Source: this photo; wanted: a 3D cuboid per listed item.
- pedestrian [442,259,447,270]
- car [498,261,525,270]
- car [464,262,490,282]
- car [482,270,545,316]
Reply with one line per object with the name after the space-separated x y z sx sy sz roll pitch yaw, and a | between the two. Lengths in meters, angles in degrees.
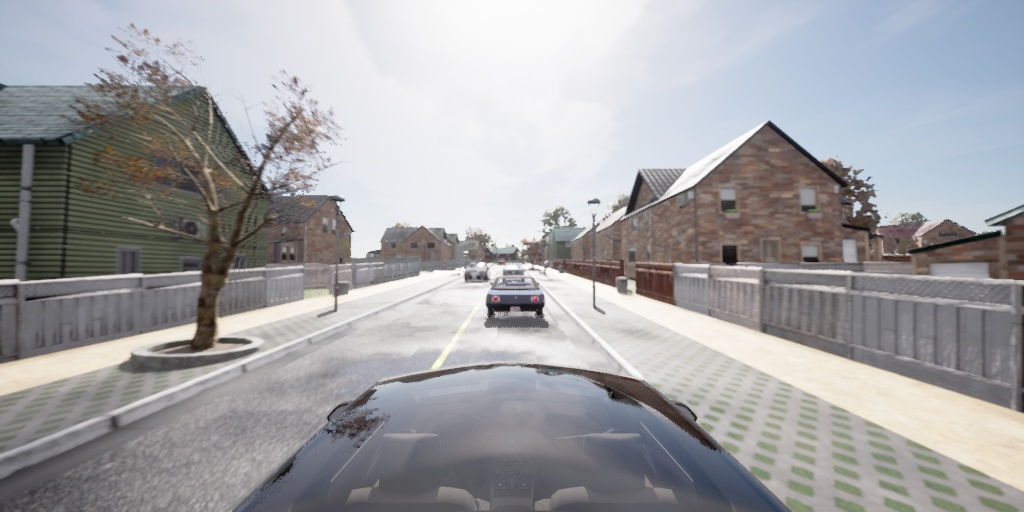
-9.884 1.306 52.451 0.375 1.860 0.375 0 -2 5 | pedestrian
0.115 1.342 29.938 2.033 1.411 5.357 0 0 0 | car
-2.809 1.285 29.519 2.128 1.511 4.902 0 0 0 | car
0.106 1.362 13.308 1.895 1.301 4.718 0 0 0 | car
